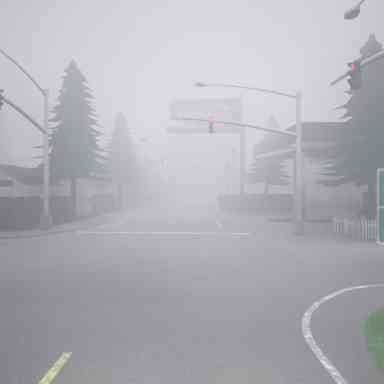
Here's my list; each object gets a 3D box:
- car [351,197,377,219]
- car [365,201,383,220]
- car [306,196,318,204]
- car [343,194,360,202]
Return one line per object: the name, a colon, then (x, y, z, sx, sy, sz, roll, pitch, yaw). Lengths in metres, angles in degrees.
car: (14.465, 1.505, 24.923, 3.866, 1.878, 1.905, 0, 0, 0)
car: (18.814, 1.672, 30.576, 4.611, 1.667, 2.242, 0, 0, 0)
car: (22.753, 1.552, 63.957, 1.970, 1.475, 3.806, 0, 0, 0)
car: (35.187, 1.489, 71.700, 2.007, 1.523, 4.514, 0, 0, 0)
